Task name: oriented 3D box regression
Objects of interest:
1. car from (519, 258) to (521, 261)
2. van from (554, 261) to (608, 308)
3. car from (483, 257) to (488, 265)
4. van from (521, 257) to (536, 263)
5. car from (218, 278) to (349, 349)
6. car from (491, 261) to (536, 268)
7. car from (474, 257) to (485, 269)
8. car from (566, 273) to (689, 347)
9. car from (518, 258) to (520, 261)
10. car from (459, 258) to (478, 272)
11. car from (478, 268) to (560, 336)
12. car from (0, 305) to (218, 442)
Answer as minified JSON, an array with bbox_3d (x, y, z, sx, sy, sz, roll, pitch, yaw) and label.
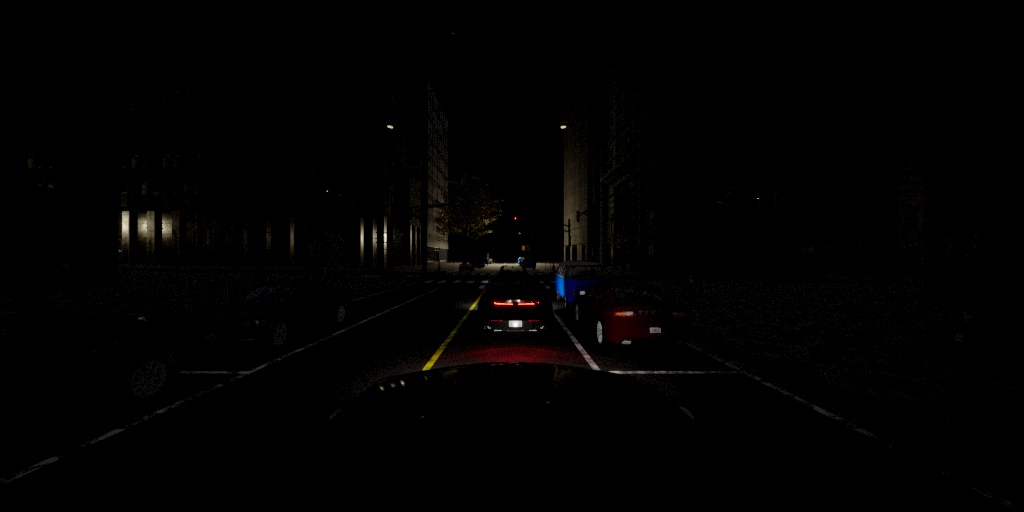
[{"bbox_3d":[2.577,1.347,58.059,1.948,1.339,4.313,0,0,0],"label":"car"},{"bbox_3d":[2.736,1.093,14.663,1.690,1.789,3.998,0,0,0],"label":"van"},{"bbox_3d":[-5.965,1.101,63.089,2.192,1.841,5.009,0,0,0],"label":"car"},{"bbox_3d":[2.595,1.117,52.647,1.690,1.789,3.998,0,0,0],"label":"van"},{"bbox_3d":[-5.802,1.296,9.128,1.888,1.381,4.507,0,0,0],"label":"car"},{"bbox_3d":[0.047,1.245,19.792,2.128,1.511,4.902,0,0,-1],"label":"car"},{"bbox_3d":[-5.947,1.326,57.800,1.888,1.381,4.507,0,0,0],"label":"car"},{"bbox_3d":[2.753,1.296,9.138,1.888,1.381,4.507,0,0,0],"label":"car"},{"bbox_3d":[2.559,1.332,63.473,1.888,1.381,4.507,0,0,0],"label":"car"},{"bbox_3d":[-5.917,1.297,47.050,1.751,1.417,4.829,0,0,0],"label":"car"},{"bbox_3d":[0.074,1.256,10.373,1.837,1.490,4.892,0,0,0],"label":"car"},{"bbox_3d":[-5.782,1.295,3.603,1.888,1.381,4.507,0,0,0],"label":"car"}]
